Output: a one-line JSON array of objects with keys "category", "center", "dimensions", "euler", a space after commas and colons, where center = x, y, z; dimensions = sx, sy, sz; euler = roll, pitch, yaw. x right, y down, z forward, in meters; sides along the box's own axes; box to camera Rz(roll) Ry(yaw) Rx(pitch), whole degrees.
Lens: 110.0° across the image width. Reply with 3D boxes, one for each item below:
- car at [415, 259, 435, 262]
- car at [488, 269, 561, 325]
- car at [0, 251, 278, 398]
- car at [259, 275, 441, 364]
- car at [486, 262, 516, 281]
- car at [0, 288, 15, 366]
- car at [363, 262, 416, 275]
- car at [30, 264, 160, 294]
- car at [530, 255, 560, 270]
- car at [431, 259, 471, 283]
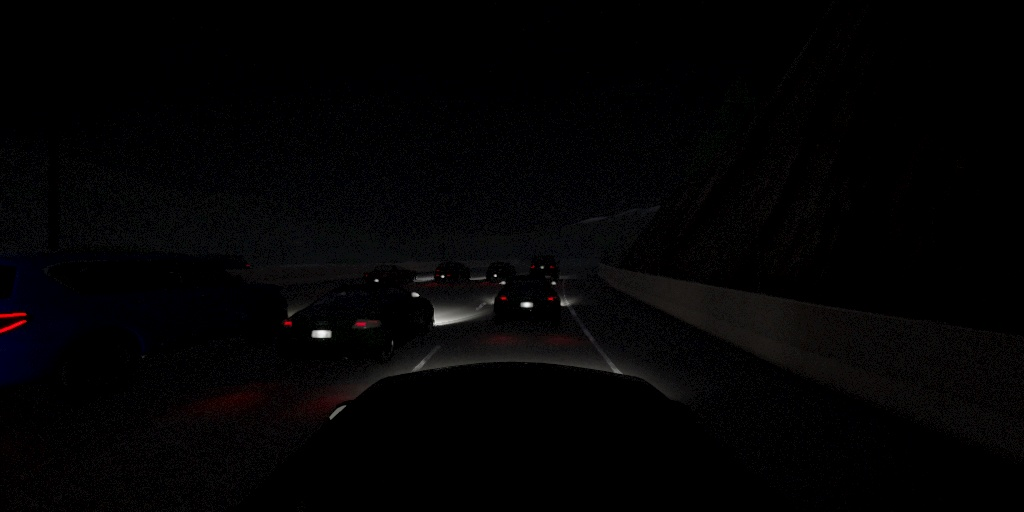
[{"category": "car", "center": [-14.238, 1.218, 62.185], "dimensions": [1.812, 1.442, 4.674], "euler": [0, 0, 19]}, {"category": "car", "center": [0.538, 1.312, 11.856], "dimensions": [1.994, 1.385, 4.181], "euler": [0, 0, 4]}, {"category": "car", "center": [-6.761, 0.952, 6.624], "dimensions": [2.150, 2.045, 5.566], "euler": [0, 0, 2]}, {"category": "car", "center": [-3.167, 1.303, 8.128], "dimensions": [1.994, 1.385, 4.181], "euler": [0, 0, 2]}, {"category": "car", "center": [-0.856, 1.243, 29.559], "dimensions": [1.837, 1.490, 4.892], "euler": [0, 0, 9]}, {"category": "car", "center": [-10.285, 1.286, 4.602], "dimensions": [1.994, 1.385, 4.181], "euler": [0, 0, 1]}, {"category": "car", "center": [-8.568, 1.320, 25.679], "dimensions": [1.895, 1.301, 4.718], "euler": [0, 0, 8]}, {"category": "car", "center": [-23.492, 1.208, 20.551], "dimensions": [1.812, 1.442, 4.674], "euler": [0, 0, 6]}, {"category": "car", "center": [2.795, 0.969, 30.220], "dimensions": [2.150, 2.045, 5.566], "euler": [0, 0, 10]}, {"category": "car", "center": [-4.615, 1.234, 28.283], "dimensions": [1.837, 1.490, 4.892], "euler": [0, 0, 9]}]
